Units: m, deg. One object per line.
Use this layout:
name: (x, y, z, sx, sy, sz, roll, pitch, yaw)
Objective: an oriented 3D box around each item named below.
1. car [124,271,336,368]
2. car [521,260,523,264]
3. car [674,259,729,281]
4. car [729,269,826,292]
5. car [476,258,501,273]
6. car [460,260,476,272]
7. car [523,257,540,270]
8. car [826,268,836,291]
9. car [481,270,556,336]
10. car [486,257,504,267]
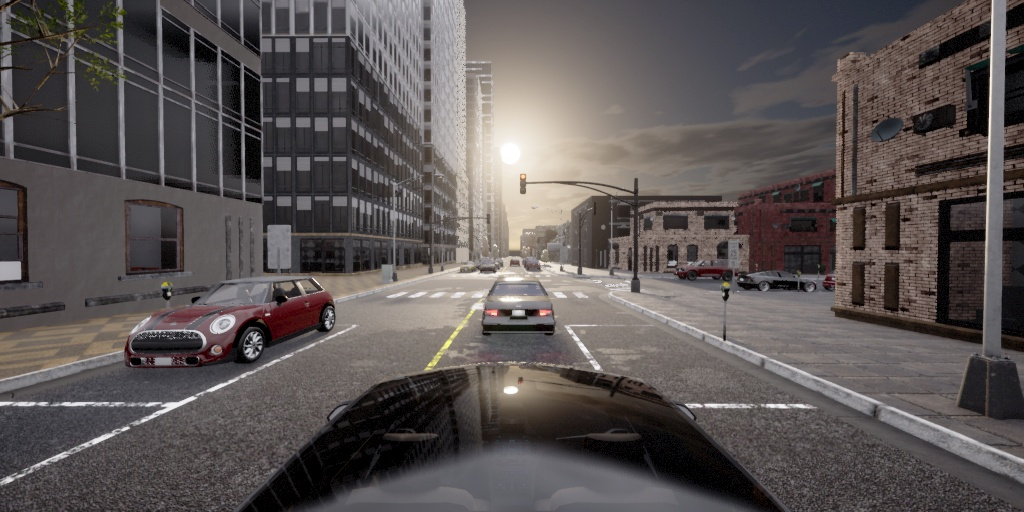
car: (-5.653, 1.188, 7.822, 1.967, 1.591, 4.097, 0, 0, 0)
car: (3.097, 1.051, 62.589, 2.192, 1.841, 5.009, 0, 0, 0)
car: (16.712, 1.164, 30.926, 5.009, 1.841, 2.192, 0, 0, 1)
car: (16.549, 1.546, 22.548, 4.313, 1.339, 1.948, 0, 0, 1)
car: (-2.816, 1.287, 43.613, 2.033, 1.411, 5.357, 0, 0, 0)
car: (-5.536, 1.265, 45.599, 1.751, 1.417, 4.829, 0, 0, 0)
car: (3.021, 1.178, 51.301, 1.967, 1.591, 4.097, 0, 0, 0)
car: (22.096, 1.473, 22.439, 4.097, 1.591, 1.967, 0, 0, 1)
car: (0.157, 1.295, 10.385, 2.033, 1.411, 5.357, 0, 0, 0)
car: (-2.748, 1.286, 54.169, 2.033, 1.411, 5.357, 0, 0, 0)
